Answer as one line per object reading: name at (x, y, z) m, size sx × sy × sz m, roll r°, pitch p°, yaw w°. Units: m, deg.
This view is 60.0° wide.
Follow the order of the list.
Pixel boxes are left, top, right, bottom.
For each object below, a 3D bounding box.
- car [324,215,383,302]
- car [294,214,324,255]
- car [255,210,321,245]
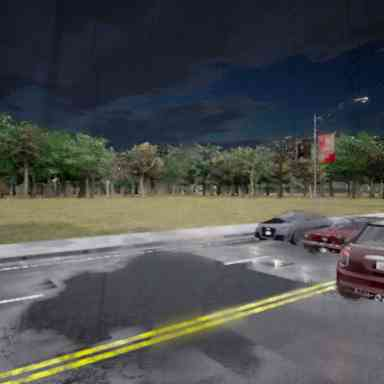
car at (5.138, 1.329, 7.101) m, size 4.553 × 1.767 × 2.097 m, roll 0°, pitch 0°, yaw -36°
car at (6.051, 1.568, 11.990) m, size 4.718 × 1.301 × 1.895 m, roll 0°, pitch 0°, yaw -35°
car at (4.816, 1.529, 15.099) m, size 4.181 × 1.385 × 1.994 m, roll 0°, pitch 0°, yaw -35°
